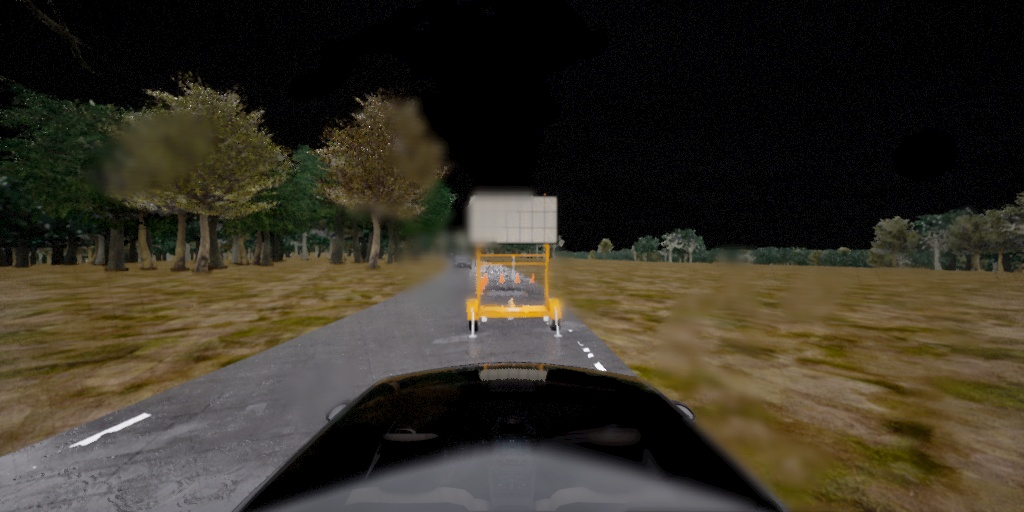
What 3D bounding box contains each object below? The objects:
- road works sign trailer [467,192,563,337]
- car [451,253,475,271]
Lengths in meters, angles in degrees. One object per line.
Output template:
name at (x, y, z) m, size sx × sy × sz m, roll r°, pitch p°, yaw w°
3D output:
road works sign trailer at (0.040, 0.089, 9.801) m, size 2.380 × 3.560 × 2.880 m, roll 0°, pitch 0°, yaw -2°
car at (-4.946, 0.714, 36.811) m, size 1.837 × 1.490 × 4.892 m, roll 0°, pitch 1°, yaw -7°
